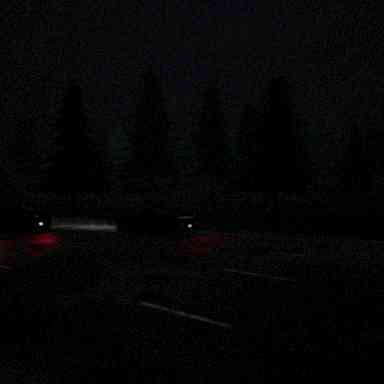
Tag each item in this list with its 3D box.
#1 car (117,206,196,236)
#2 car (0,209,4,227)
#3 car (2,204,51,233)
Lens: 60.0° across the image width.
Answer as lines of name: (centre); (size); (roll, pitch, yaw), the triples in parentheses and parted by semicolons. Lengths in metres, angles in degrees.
car: (-2.074, 1.503, 18.370); (4.902, 1.511, 2.128); (0, 0, 36)
car: (-11.661, 1.619, 16.618); (4.718, 1.301, 1.895); (0, 0, 36)
car: (-10.434, 1.524, 20.043); (4.892, 1.490, 1.837); (0, 0, 36)
